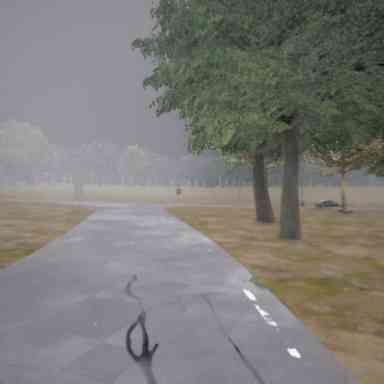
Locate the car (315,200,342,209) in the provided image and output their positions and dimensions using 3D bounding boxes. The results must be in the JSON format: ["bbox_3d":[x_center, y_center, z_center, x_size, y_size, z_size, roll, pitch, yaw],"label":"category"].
[{"bbox_3d":[23.036,2.057,56.196,4.674,1.442,1.812,2,-1,-13],"label":"car"}]
